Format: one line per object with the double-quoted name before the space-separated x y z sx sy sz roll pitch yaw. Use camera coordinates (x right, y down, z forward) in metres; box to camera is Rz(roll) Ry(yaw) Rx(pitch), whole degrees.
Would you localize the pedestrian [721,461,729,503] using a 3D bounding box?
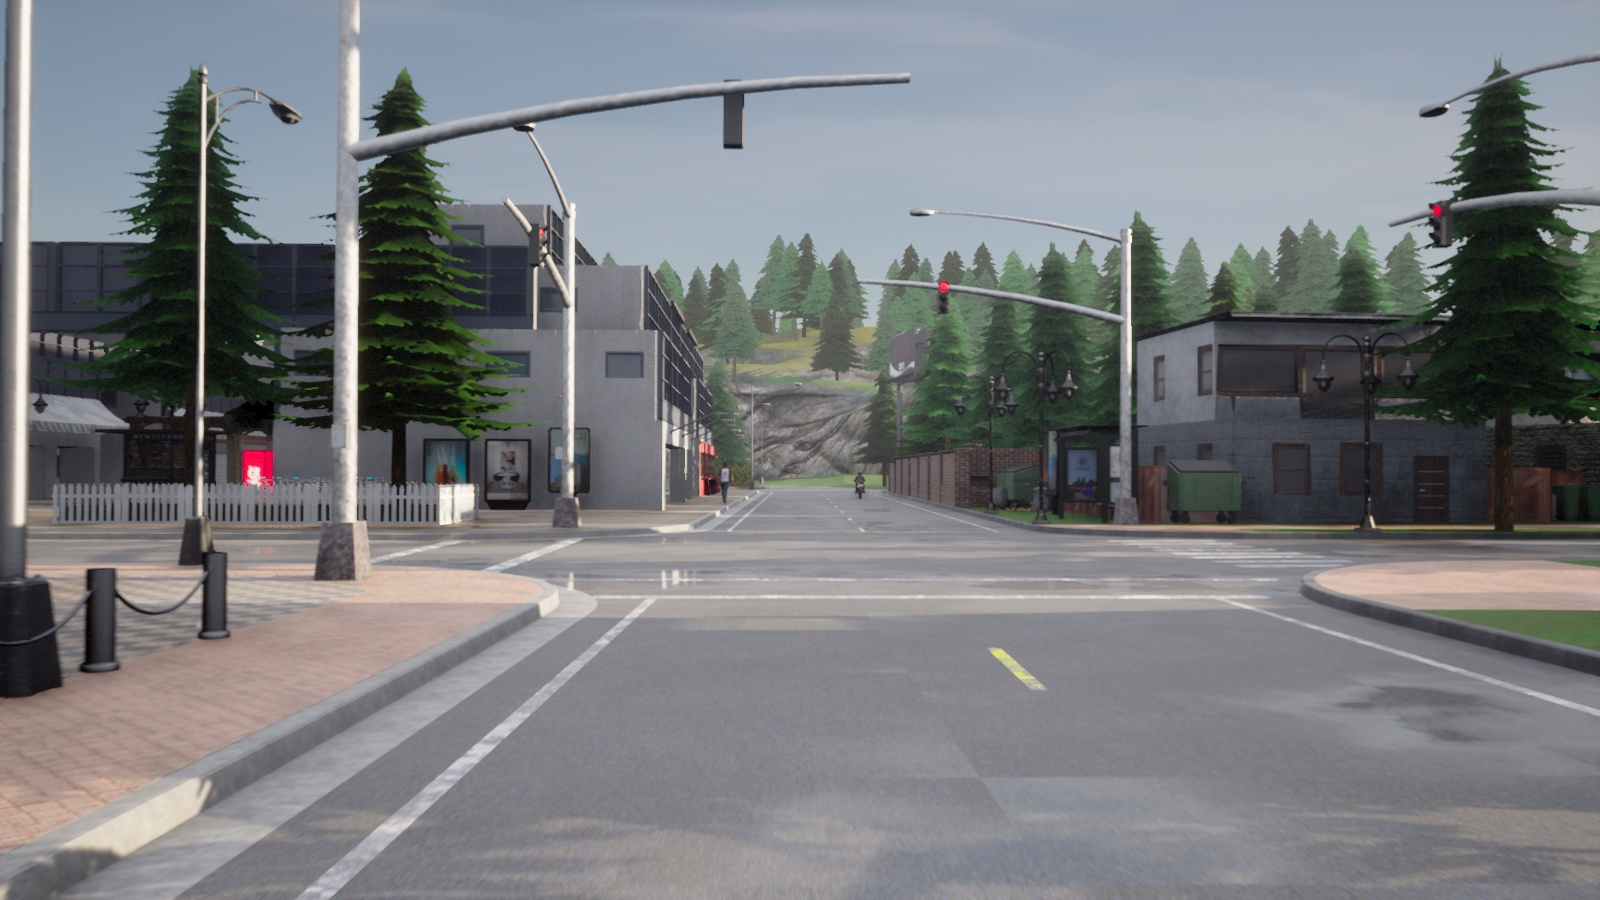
"pedestrian" -3.275 1.408 54.868 0.354 1.836 0.706 0 -1 -3
